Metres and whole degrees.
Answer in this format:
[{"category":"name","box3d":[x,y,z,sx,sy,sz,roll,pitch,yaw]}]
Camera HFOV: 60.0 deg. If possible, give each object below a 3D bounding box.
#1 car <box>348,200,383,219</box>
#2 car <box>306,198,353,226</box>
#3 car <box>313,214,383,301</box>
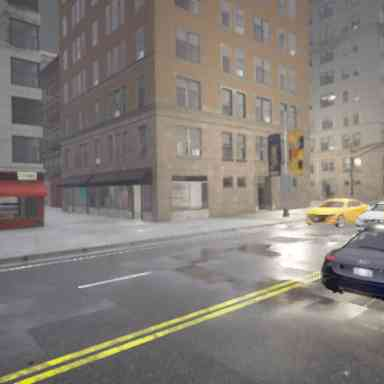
[{"category":"car","box3d":[9.702,1.192,16.136,4.674,1.442,1.812,-1,0,-40]},{"category":"car","box3d":[8.593,1.137,19.437,5.008,1.535,1.882,-1,0,-40]},{"category":"car","box3d":[4.678,1.407,7.433,4.181,1.385,1.994,-2,1,-40]}]
